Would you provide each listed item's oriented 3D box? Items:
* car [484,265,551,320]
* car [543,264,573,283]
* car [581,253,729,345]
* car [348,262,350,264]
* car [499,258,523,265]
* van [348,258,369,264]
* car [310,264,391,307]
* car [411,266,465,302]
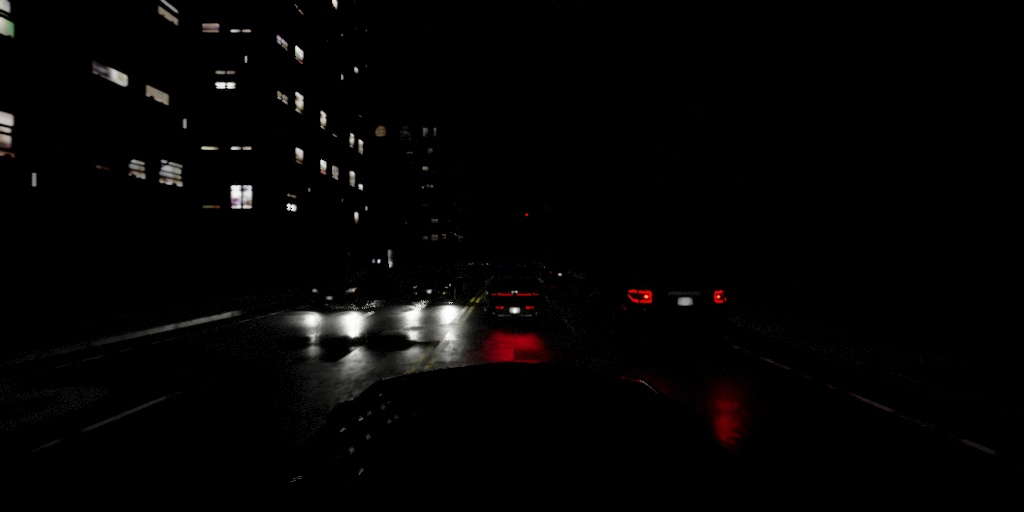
[{"bbox_3d":[0.087,1.232,12.402,1.837,1.490,4.892,0,1,0],"label":"car"},{"bbox_3d":[3.330,1.259,26.813,1.994,1.385,4.181,0,0,0],"label":"car"},{"bbox_3d":[3.333,0.954,9.566,2.150,2.045,5.566,0,0,0],"label":"car"},{"bbox_3d":[-22.646,1.534,43.935,4.207,1.307,1.802,0,0,-1],"label":"car"},{"bbox_3d":[0.082,1.172,27.499,1.882,1.535,5.008,0,0,0],"label":"car"},{"bbox_3d":[-22.736,1.246,52.282,3.998,1.789,1.690,0,0,-1],"label":"van"},{"bbox_3d":[-6.604,1.244,15.288,1.812,1.442,4.674,0,0,0],"label":"car"},{"bbox_3d":[-3.353,1.221,16.948,1.837,1.490,4.892,0,0,0],"label":"car"}]
